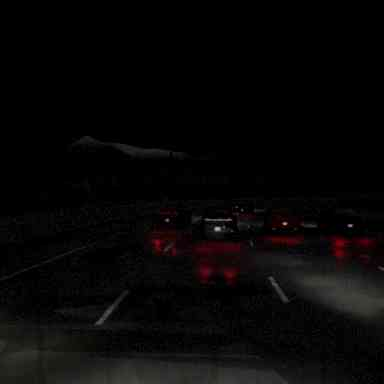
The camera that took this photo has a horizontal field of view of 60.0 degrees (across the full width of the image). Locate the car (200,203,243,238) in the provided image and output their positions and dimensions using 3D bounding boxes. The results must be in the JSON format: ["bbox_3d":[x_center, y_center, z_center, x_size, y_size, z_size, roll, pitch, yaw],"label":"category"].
[{"bbox_3d":[1.560,1.575,18.376,2.128,1.511,4.902,0,0,8],"label":"car"}]

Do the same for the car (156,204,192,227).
[{"bbox_3d":[-1.168,1.590,23.387,2.128,1.511,4.902,0,0,9],"label":"car"}]

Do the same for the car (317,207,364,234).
[{"bbox_3d":[8.906,1.634,20.197,1.812,1.442,4.674,0,0,9],"label":"car"}]

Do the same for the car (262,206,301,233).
[{"bbox_3d":[5.400,1.578,20.370,1.882,1.535,5.008,0,0,9],"label":"car"}]

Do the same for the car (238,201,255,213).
[{"bbox_3d":[6.350,1.787,39.807,1.895,1.301,4.718,0,0,17],"label":"car"}]
